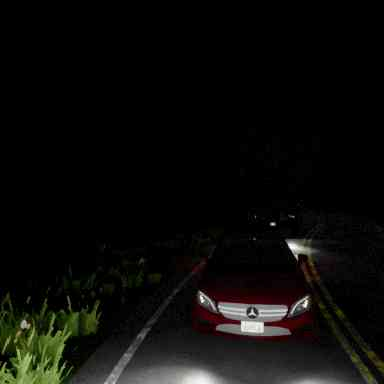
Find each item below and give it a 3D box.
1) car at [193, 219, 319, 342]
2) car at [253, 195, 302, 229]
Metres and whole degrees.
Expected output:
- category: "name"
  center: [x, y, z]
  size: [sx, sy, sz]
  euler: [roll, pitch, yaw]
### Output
- category: "car"
  center: [1.224, 1.534, 6.709]
  size: [1.812, 1.442, 4.674]
  euler: [-1, 0, 11]
- category: "car"
  center: [4.984, 1.215, 18.885]
  size: [2.150, 2.045, 5.566]
  euler: [-2, -1, 22]
